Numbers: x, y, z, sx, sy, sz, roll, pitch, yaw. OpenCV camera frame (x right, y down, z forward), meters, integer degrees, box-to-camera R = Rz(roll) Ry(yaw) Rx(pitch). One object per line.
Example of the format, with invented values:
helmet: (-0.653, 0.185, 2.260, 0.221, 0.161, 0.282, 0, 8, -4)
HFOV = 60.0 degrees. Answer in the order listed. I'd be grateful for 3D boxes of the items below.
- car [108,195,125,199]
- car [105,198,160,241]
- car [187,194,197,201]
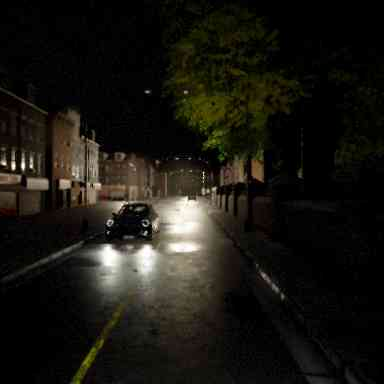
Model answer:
car: (-15.050, 1.336, 68.322, 4.313, 1.339, 1.947, 1, -1, 0)
car: (-2.820, 1.357, 16.595, 2.097, 1.767, 4.553, 0, 0, 0)
car: (0.002, 1.288, 77.992, 2.097, 1.767, 4.553, 0, 0, 0)
